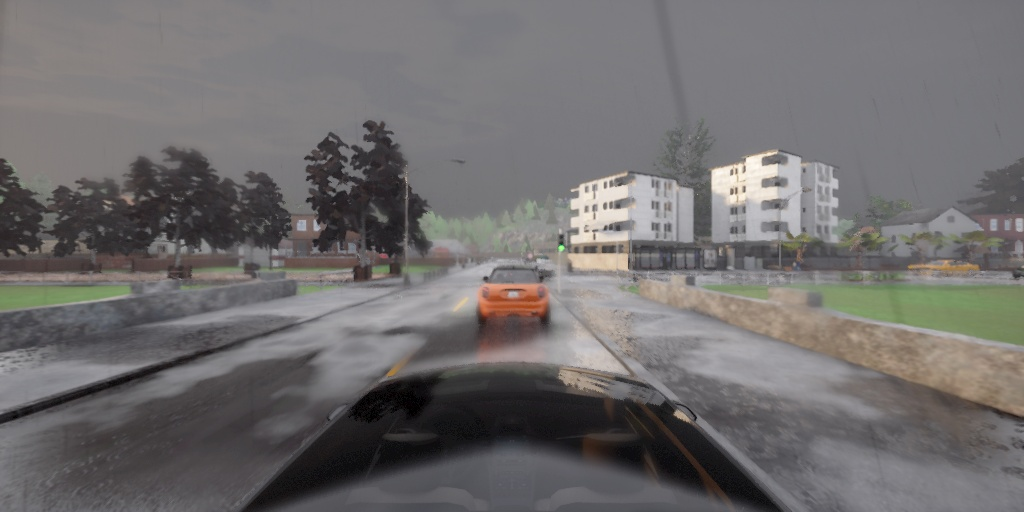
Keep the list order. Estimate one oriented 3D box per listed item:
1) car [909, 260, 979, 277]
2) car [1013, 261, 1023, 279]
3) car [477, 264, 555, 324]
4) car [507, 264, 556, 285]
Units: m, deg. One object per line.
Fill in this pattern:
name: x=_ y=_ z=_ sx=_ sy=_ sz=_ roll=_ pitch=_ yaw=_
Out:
car: x=39.376 y=1.128 z=32.779 sx=5.008 sy=1.535 sz=1.882 roll=0 pitch=0 yaw=0
car: x=43.441 y=1.015 z=28.659 sx=4.553 sy=1.767 sz=2.097 roll=0 pitch=0 yaw=1
car: x=0.065 y=1.069 z=12.037 sx=2.097 sy=1.767 sz=4.553 roll=0 pitch=0 yaw=0
car: x=1.564 y=1.272 z=26.307 sx=1.895 sy=1.301 sz=4.718 roll=0 pitch=0 yaw=26
